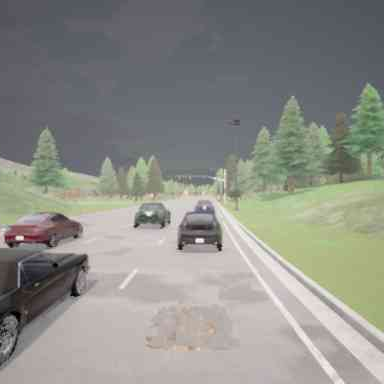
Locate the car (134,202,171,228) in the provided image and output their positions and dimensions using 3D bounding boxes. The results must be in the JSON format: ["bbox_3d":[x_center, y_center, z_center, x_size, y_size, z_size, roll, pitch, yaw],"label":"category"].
[{"bbox_3d":[-2.734,1.530,24.078,2.097,1.767,4.553,0,-1,3],"label":"car"}]

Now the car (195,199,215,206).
[{"bbox_3d":[1.330,1.609,34.735,2.097,1.767,4.553,0,0,3],"label":"car"}]

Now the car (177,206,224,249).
[{"bbox_3d":[0.379,1.618,15.092,1.837,1.490,4.892,0,0,2],"label":"car"}]

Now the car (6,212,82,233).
[{"bbox_3d":[-6.618,1.638,15.230,1.812,1.442,4.674,0,0,2],"label":"car"}]

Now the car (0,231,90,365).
[{"bbox_3d":[-3.356,1.645,5.812,1.895,1.301,4.718,0,0,1],"label":"car"}]
